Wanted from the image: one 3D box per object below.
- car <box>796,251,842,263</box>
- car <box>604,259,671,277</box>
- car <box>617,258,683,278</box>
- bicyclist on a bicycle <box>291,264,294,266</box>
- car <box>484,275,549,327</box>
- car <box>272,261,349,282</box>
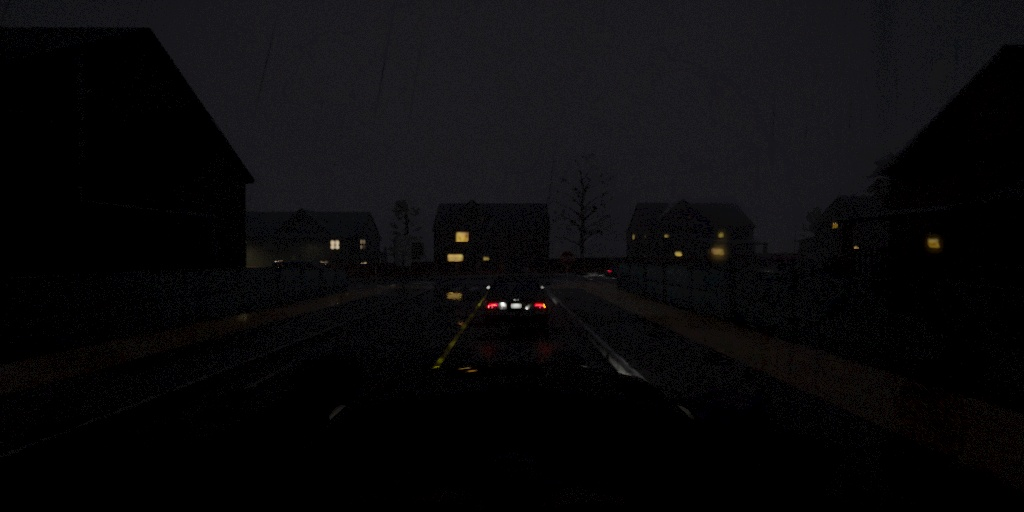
[{"bbox_3d":[25.676,0.526,30.138,4.553,1.767,2.097,-1,1,0],"label":"car"},{"bbox_3d":[9.910,1.119,27.677,5.357,1.411,2.033,-1,1,5],"label":"car"},{"bbox_3d":[11.516,1.011,30.138,4.892,1.490,1.837,-1,1,0],"label":"car"},{"bbox_3d":[-20.140,1.522,33.019,0.582,1.620,1.656,-1,1,0],"label":"bicyclist on a bicycle"},{"bbox_3d":[0.106,1.328,11.658,2.033,1.411,5.357,0,0,0],"label":"car"},{"bbox_3d":[-15.392,1.395,27.168,5.566,2.045,2.150,-1,1,0],"label":"car"}]
